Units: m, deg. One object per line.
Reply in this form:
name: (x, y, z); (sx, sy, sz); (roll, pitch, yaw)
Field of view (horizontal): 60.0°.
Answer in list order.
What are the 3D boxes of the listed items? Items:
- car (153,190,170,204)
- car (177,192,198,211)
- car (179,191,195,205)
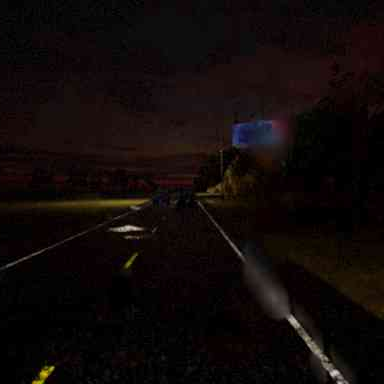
car: (-4.198, 0.732, 46.652); (2.150, 2.045, 5.566); (0, 1, -1)
car: (-0.448, 0.910, 33.584); (2.097, 1.767, 4.553); (0, 1, -1)
car: (-0.630, 0.743, 46.224); (2.097, 1.767, 4.553); (0, 1, 0)
